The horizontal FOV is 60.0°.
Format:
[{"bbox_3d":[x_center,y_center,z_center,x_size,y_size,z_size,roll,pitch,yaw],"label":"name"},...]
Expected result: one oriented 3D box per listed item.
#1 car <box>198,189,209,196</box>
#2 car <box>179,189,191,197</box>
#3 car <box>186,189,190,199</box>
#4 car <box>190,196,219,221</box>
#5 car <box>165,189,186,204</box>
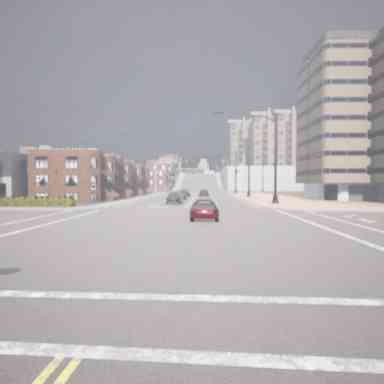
[{"bbox_3d":[2.374,0.151,66.600,1.812,1.442,4.674,0,1,2],"label":"car"},{"bbox_3d":[-1.338,0.165,63.996,1.882,1.535,5.008,0,2,2],"label":"car"},{"bbox_3d":[-1.822,0.545,51.720,1.994,1.385,4.181,0,1,2],"label":"car"},{"bbox_3d":[0.902,1.235,24.211,1.994,1.385,4.181,0,1,2],"label":"car"},{"bbox_3d":[-2.179,0.724,41.739,1.837,1.490,4.892,0,1,2],"label":"car"}]
